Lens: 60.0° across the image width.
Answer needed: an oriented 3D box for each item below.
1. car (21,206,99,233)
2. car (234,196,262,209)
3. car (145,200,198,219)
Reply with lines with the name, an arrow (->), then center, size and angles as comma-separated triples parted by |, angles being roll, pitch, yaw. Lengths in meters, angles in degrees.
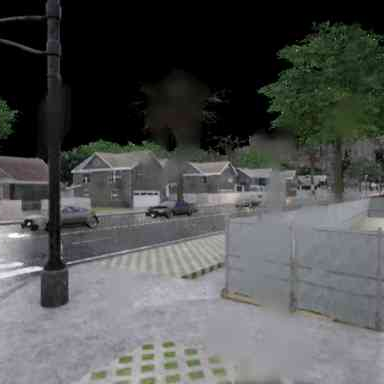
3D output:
car -> -7.431, 1.486, 19.080 | 1.994, 1.385, 4.181 | 0, 0, 34
car -> 6.834, 1.222, 40.057 | 1.837, 1.490, 4.892 | 0, 0, 34
car -> -1.529, 1.414, 27.777 | 2.033, 1.411, 5.357 | 0, 0, 34
